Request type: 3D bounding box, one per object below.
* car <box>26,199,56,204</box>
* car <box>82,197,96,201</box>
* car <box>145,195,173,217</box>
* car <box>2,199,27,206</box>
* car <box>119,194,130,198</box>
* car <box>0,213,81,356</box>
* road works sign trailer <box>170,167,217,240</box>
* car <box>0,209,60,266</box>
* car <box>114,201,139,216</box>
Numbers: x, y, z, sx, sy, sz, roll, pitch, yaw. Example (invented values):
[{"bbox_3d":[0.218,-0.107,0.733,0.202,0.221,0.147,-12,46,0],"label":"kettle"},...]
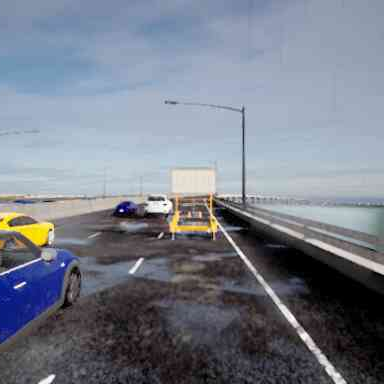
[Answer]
[{"bbox_3d":[-17.219,1.621,39.345,1.812,1.442,4.674,0,0,1],"label":"car"},{"bbox_3d":[-23.302,1.708,75.474,1.895,1.301,4.718,0,0,2],"label":"car"},{"bbox_3d":[-3.139,1.298,31.882,2.150,2.045,5.566,0,0,1],"label":"car"},{"bbox_3d":[-20.707,1.574,39.896,1.882,1.535,5.008,0,0,1],"label":"car"},{"bbox_3d":[-16.164,1.292,79.962,1.837,1.490,4.892,0,0,2],"label":"car"},{"bbox_3d":[-3.380,1.365,5.163,2.097,1.767,4.553,0,0,0],"label":"car"},{"bbox_3d":[0.090,0.507,17.423,2.380,3.560,2.880,0,0,1],"label":"road works sign trailer"},{"bbox_3d":[-6.840,1.508,12.272,1.882,1.535,5.008,0,0,0],"label":"car"},{"bbox_3d":[-6.612,1.607,33.705,1.812,1.442,4.674,0,0,1],"label":"car"}]
